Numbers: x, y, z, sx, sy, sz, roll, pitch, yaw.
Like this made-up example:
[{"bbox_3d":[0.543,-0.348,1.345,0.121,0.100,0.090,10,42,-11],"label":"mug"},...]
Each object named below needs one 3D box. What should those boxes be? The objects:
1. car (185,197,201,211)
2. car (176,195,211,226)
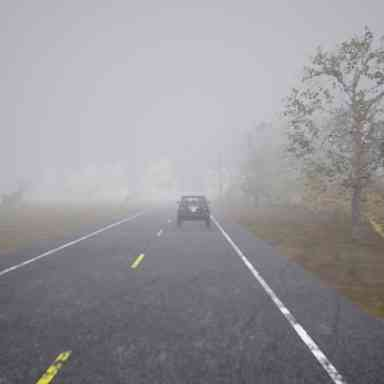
[{"bbox_3d":[0.100,1.405,41.542,1.882,1.535,5.008,0,0,0],"label":"car"},{"bbox_3d":[0.100,1.189,22.970,2.150,2.045,5.566,0,0,0],"label":"car"}]
